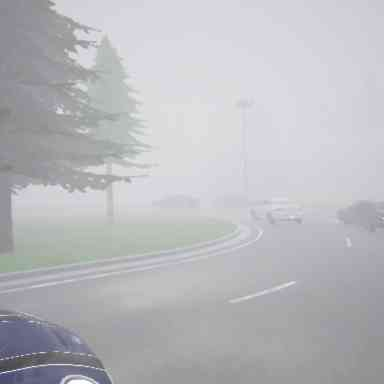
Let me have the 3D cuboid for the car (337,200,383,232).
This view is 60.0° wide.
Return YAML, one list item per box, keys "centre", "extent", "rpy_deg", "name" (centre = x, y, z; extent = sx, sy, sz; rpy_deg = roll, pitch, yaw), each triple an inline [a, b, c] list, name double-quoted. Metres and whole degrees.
- centre: [8.933, 1.083, 16.349]
  extent: [2.033, 1.411, 5.357]
  rpy_deg: [-1, 1, 4]
  name: "car"

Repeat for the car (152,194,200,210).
- centre: [-1.599, 0.991, 32.618]
  extent: [4.892, 1.490, 1.837]
  rpy_deg: [-1, -1, 20]
  name: "car"

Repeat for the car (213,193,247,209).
- centre: [4.272, 0.871, 33.509]
  extent: [4.674, 1.442, 1.812]
  rpy_deg: [-1, 1, 36]
  name: "car"

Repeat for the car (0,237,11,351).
- centre: [-5.187, 1.536, 4.076]
  extent: [4.902, 1.511, 2.128]
  rpy_deg: [-2, 1, -37]
  name: "car"

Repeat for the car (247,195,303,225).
- centre: [5.049, 1.081, 20.080]
  extent: [1.812, 1.442, 4.674]
  rpy_deg: [-1, 1, -7]
  name: "car"

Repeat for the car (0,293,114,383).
- centre: [-2.629, 1.382, 1.637]
  extent: [4.553, 1.767, 2.097]
  rpy_deg: [-2, 1, -37]
  name: "car"
